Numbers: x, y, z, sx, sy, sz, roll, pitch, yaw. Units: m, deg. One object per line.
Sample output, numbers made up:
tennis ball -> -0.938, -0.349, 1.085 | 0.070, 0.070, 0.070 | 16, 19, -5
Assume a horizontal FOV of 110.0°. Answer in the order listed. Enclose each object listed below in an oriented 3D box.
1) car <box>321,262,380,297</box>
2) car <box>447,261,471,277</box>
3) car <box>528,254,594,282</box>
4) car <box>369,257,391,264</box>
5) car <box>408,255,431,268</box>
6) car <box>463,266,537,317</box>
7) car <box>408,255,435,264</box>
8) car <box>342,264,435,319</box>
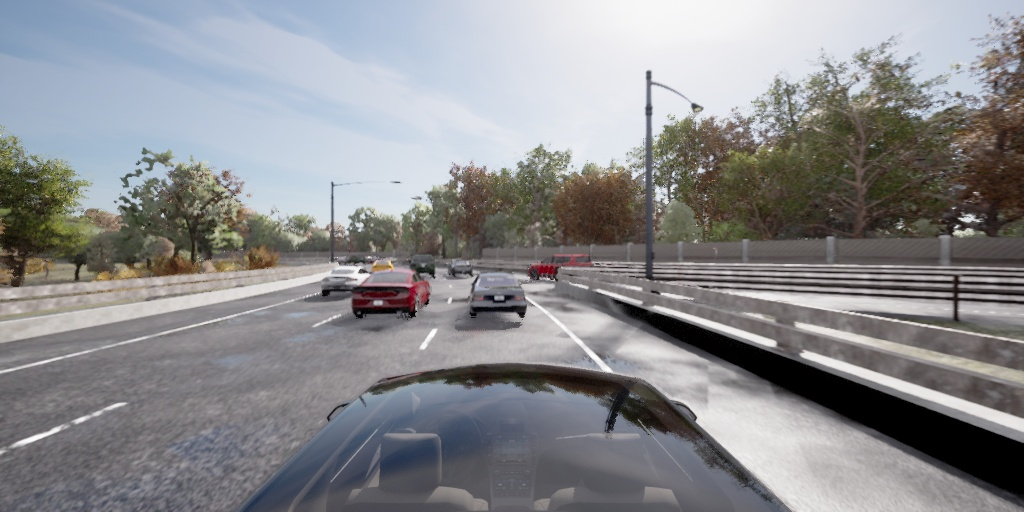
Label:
car -> -8.530, 1.258, 18.933 | 1.812, 1.442, 4.674 | 0, 0, -10
car -> -4.990, 1.169, 34.045 | 2.128, 1.511, 4.902 | 0, 0, -17
car -> 3.606, 0.909, 26.947 | 2.150, 2.045, 5.566 | 0, 0, -38
car -> -12.762, 1.179, 35.426 | 1.882, 1.535, 5.008 | 0, 0, -18
car -> -14.743, 0.849, 56.844 | 2.150, 2.045, 5.566 | 0, 0, -29
car -> -0.589, 1.268, 12.991 | 2.033, 1.411, 5.357 | 0, 0, -5
car -> -8.336, 0.914, 33.141 | 2.150, 2.045, 5.566 | 0, 0, -17
car -> -4.129, 1.211, 12.930 | 1.882, 1.535, 5.008 | 0, 0, -5
